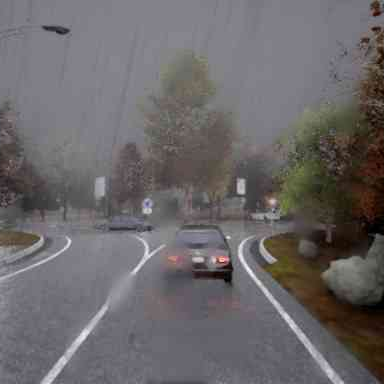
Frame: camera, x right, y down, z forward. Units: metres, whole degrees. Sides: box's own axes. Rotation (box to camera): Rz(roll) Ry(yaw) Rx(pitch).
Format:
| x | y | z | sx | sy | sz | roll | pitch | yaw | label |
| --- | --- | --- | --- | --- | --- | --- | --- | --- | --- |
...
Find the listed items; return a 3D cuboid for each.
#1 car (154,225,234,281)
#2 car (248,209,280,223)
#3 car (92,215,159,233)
| x | y | z | sx | sy | sz | roll | pitch | yaw | label |
| --- | --- | --- | --- | --- | --- | --- | --- | --- | --- |
| 0.268 | 1.740 | 10.403 | 2.033 | 1.411 | 5.357 | 0 | -2 | 3 | car |
| 11.247 | 3.741 | 52.272 | 2.150 | 2.045 | 5.566 | 3 | -4 | -30 | car |
| -5.400 | 2.598 | 27.194 | 5.357 | 1.411 | 2.033 | 0 | -3 | 9 | car |
